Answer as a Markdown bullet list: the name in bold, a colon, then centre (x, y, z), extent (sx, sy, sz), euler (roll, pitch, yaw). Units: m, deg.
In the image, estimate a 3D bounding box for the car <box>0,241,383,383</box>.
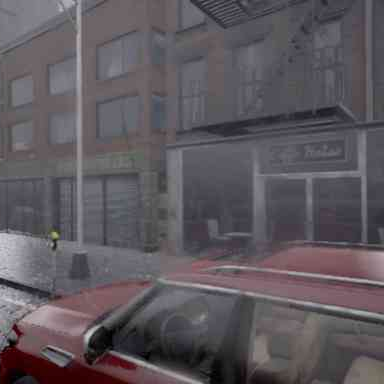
- **car**: centre (0.612, 1.320, 2.374), extent (5.009, 1.841, 2.192), euler (0, 0, 36)
